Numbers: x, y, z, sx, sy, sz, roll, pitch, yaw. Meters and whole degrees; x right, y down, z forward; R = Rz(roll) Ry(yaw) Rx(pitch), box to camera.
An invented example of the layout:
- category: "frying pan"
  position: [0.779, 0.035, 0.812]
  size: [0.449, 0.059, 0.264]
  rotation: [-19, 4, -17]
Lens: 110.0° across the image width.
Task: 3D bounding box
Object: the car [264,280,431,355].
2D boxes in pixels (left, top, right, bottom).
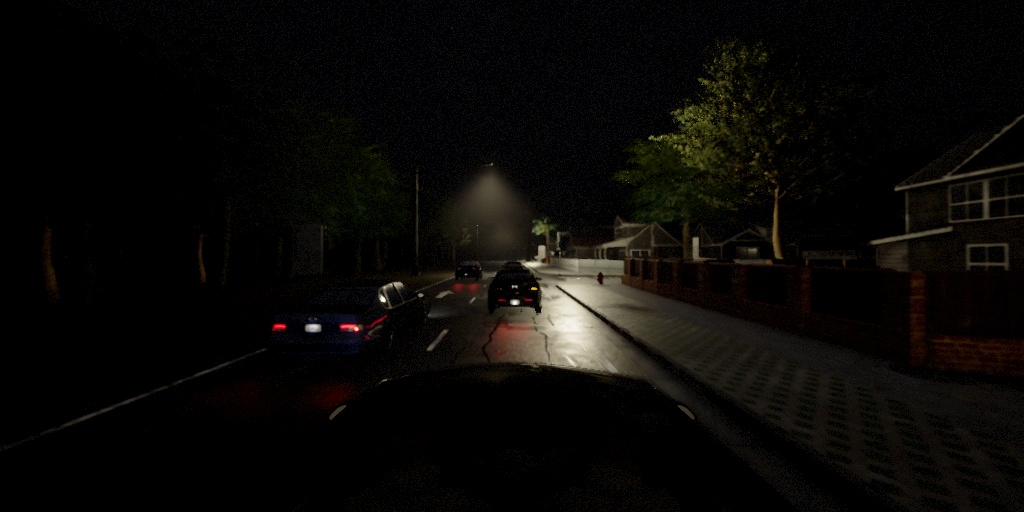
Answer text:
- category: "car"
  position: [-3.413, 1.279, 8.681]
  size: [2.033, 1.411, 5.357]
  rotation: [0, 0, 0]

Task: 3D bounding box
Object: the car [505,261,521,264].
- category: "car"
  position: [0.102, 1.172, 29.984]
  size: [1.812, 1.442, 4.674]
  rotation: [0, 0, 0]

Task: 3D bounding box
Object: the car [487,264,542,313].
- category: "car"
  position: [0.099, 1.219, 13.798]
  size: [1.837, 1.490, 4.892]
  rotation: [0, 0, 0]

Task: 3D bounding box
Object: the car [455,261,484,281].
- category: "car"
  position: [-3.395, 1.145, 28.985]
  size: [2.128, 1.511, 4.902]
  rotation: [0, 0, 0]
